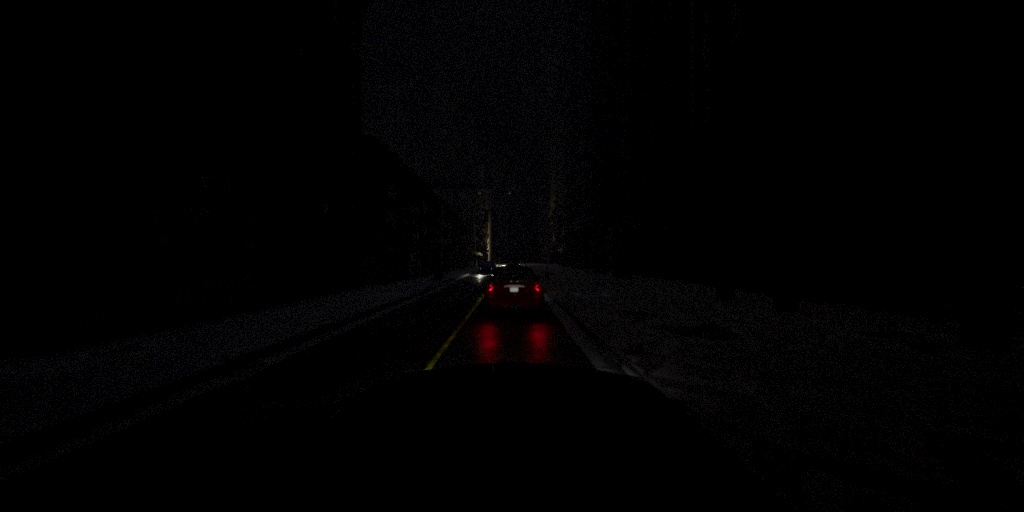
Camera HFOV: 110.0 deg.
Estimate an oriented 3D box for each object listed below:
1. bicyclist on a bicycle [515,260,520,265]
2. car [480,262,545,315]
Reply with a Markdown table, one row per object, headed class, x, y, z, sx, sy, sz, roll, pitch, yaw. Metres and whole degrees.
| class | x | y | z | sx | sy | sz | roll | pitch | yaw |
| --- | --- | --- | --- | --- | --- | --- | --- | --- | --- |
| bicyclist on a bicycle | 0.807 | 1.546 | 56.992 | 0.866 | 1.612 | 1.509 | 0 | 0 | 0 |
| car | 0.083 | 1.168 | 14.148 | 2.097 | 1.767 | 4.553 | 0 | 0 | 0 |
